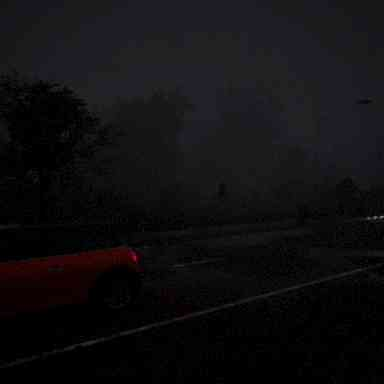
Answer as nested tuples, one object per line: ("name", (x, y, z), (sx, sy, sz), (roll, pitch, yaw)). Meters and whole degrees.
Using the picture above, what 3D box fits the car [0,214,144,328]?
("car", (-3.256, 1.348, 5.965), (4.553, 1.767, 2.097), (0, 0, -35))
